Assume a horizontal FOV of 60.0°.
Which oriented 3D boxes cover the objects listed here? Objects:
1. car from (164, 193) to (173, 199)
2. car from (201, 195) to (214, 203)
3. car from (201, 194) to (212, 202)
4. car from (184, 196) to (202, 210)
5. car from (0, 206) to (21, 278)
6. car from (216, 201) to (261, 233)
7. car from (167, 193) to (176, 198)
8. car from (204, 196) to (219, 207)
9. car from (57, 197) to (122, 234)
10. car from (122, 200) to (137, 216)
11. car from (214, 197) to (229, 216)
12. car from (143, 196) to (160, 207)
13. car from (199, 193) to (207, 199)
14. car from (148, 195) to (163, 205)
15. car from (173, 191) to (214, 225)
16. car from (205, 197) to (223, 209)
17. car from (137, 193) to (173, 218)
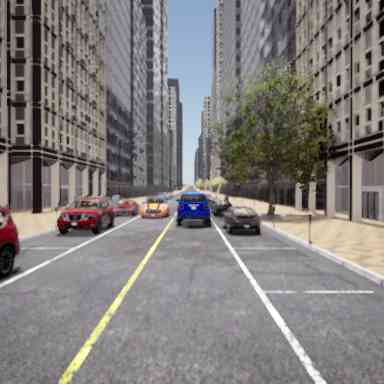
[{"bbox_3d":[-5.678,1.037,81.237,2.008,1.369,4.403,0,0,0],"label":"car"},{"bbox_3d":[2.698,1.212,58.446,1.947,1.339,4.313,0,0,0],"label":"car"},{"bbox_3d":[2.699,1.152,64.144,1.887,1.381,4.507,0,0,0],"label":"car"},{"bbox_3d":[0.107,1.256,40.450,2.128,1.511,4.902,0,1,0],"label":"car"},{"bbox_3d":[-5.692,1.275,7.174,2.192,1.841,5.009,0,0,0],"label":"car"},{"bbox_3d":[2.691,1.446,18.567,2.008,1.369,4.403,0,0,0],"label":"car"},{"bbox_3d":[-5.676,0.950,92.632,2.008,1.369,4.403,0,0,0],"label":"car"},{"bbox_3d":[2.696,1.304,47.053,1.802,1.307,4.206,0,0,0],"label":"car"},{"bbox_3d":[-5.690,1.210,18.568,2.192,1.841,5.009,0,0,0],"label":"car"},{"bbox_3d":[-5.687,1.410,29.964,1.802,1.307,4.206,0,0,0],"label":"car"},{"bbox_3d":[2.693,1.379,29.961,2.008,1.369,4.403,0,0,0],"label":"car"},{"bbox_3d":[-5.685,1.248,46.885,1.752,1.417,4.829,0,0,0],"label":"car"},{"bbox_3d":[2.702,1.010,81.405,1.752,1.417,4.829,0,0,0],"label":"car"},{"bbox_3d":[-5.683,1.250,52.751,1.947,1.339,4.313,0,0,0],"label":"car"},{"bbox_3d":[0.105,1.087,22.890,2.150,2.045,5.566,0,0,0],"label":"car"},{"bbox_3d":[2.695,1.309,41.356,2.008,1.369,4.403,0,0,0],"label":"car"},{"bbox_3d":[-2.996,1.193,27.782,2.097,1.767,4.553,0,0,0],"label":"car"}]
